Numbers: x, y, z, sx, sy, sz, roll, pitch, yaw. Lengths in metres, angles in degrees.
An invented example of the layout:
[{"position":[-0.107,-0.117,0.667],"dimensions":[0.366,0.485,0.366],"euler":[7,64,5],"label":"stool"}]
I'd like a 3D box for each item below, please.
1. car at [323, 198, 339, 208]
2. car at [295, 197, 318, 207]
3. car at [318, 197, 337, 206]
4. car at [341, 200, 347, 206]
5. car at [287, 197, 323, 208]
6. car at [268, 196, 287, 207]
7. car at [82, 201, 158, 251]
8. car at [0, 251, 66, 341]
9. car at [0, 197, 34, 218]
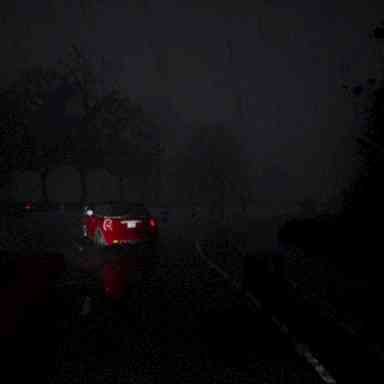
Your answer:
[{"position":[21.311,1.663,52.117],"dimensions":[1.812,1.442,4.674],"euler":[1,-1,40],"label":"car"},{"position":[18.847,1.571,54.621],"dimensions":[1.882,1.535,5.008],"euler":[1,-1,40],"label":"car"},{"position":[25.404,1.835,62.366],"dimensions":[1.882,1.535,5.008],"euler":[1,-1,40],"label":"car"},{"position":[27.816,1.999,59.802],"dimensions":[1.895,1.301,4.718],"euler":[1,-1,40],"label":"car"},{"position":[15.397,1.448,45.188],"dimensions":[2.033,1.411,5.357],"euler":[1,-1,41],"label":"car"},{"position":[12.684,1.324,47.399],"dimensions":[1.882,1.535,5.008],"euler":[1,-1,41],"label":"car"},{"position":[-3.006,1.122,13.253],"dimensions":[2.097,1.767,4.553],"euler":[0,1,-26],"label":"car"},{"position":[-3.417,1.501,4.892],"dimensions":[1.895,1.301,4.718],"euler":[0,1,-4],"label":"car"},{"position":[-14.153,1.090,23.514],"dimensions":[5.357,1.411,2.033],"euler":[0,1,-17],"label":"car"}]
